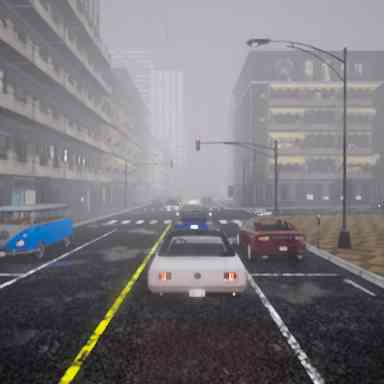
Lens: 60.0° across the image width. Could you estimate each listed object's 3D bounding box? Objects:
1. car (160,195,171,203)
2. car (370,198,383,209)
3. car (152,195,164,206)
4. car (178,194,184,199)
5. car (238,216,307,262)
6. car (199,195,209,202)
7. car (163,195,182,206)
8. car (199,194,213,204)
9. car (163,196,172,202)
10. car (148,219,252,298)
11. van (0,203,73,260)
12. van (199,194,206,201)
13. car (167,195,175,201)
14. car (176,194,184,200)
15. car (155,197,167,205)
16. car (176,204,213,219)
[{"bbox_3d":[-5.649,1.416,72.076,1.967,1.590,4.097,-1,0,0],"label":"car"},{"bbox_3d":[21.342,0.953,35.072,4.553,1.767,2.097,-1,1,-1],"label":"car"},{"bbox_3d":[-5.659,1.525,55.493,2.008,1.369,4.403,0,0,0],"label":"car"},{"bbox_3d":[-2.958,1.520,68.574,2.033,1.411,5.357,0,0,0],"label":"car"},{"bbox_3d":[2.690,1.535,12.010,1.887,1.381,4.507,0,0,0],"label":"car"},{"bbox_3d":[2.736,1.528,77.593,2.008,1.369,4.403,-1,0,0],"label":"car"},{"bbox_3d":[-3.050,1.538,52.770,1.994,1.385,4.181,0,0,0],"label":"car"},{"bbox_3d":[2.723,1.414,61.009,1.967,1.590,4.097,-1,0,0],"label":"car"},{"bbox_3d":[-5.644,1.559,77.604,1.802,1.307,4.206,-1,0,0],"label":"car"},{"bbox_3d":[0.106,1.594,8.419,1.895,1.301,4.718,0,0,0],"label":"car"},{"bbox_3d":[-5.692,1.331,12.017,1.690,1.788,3.998,0,0,0],"label":"van"},{"bbox_3d":[2.742,1.322,88.648,1.690,1.788,3.998,-1,0,0],"label":"van"},{"bbox_3d":[-5.637,1.507,88.490,1.752,1.417,4.829,-1,0,0],"label":"car"},{"bbox_3d":[-2.942,1.234,84.417,1.837,1.490,4.892,0,0,0],"label":"car"},{"bbox_3d":[-5.656,1.540,61.020,1.947,1.339,4.313,0,0,0],"label":"car"},{"bbox_3d":[0.109,1.551,17.157,1.994,1.385,4.181,0,0,0],"label":"car"}]
